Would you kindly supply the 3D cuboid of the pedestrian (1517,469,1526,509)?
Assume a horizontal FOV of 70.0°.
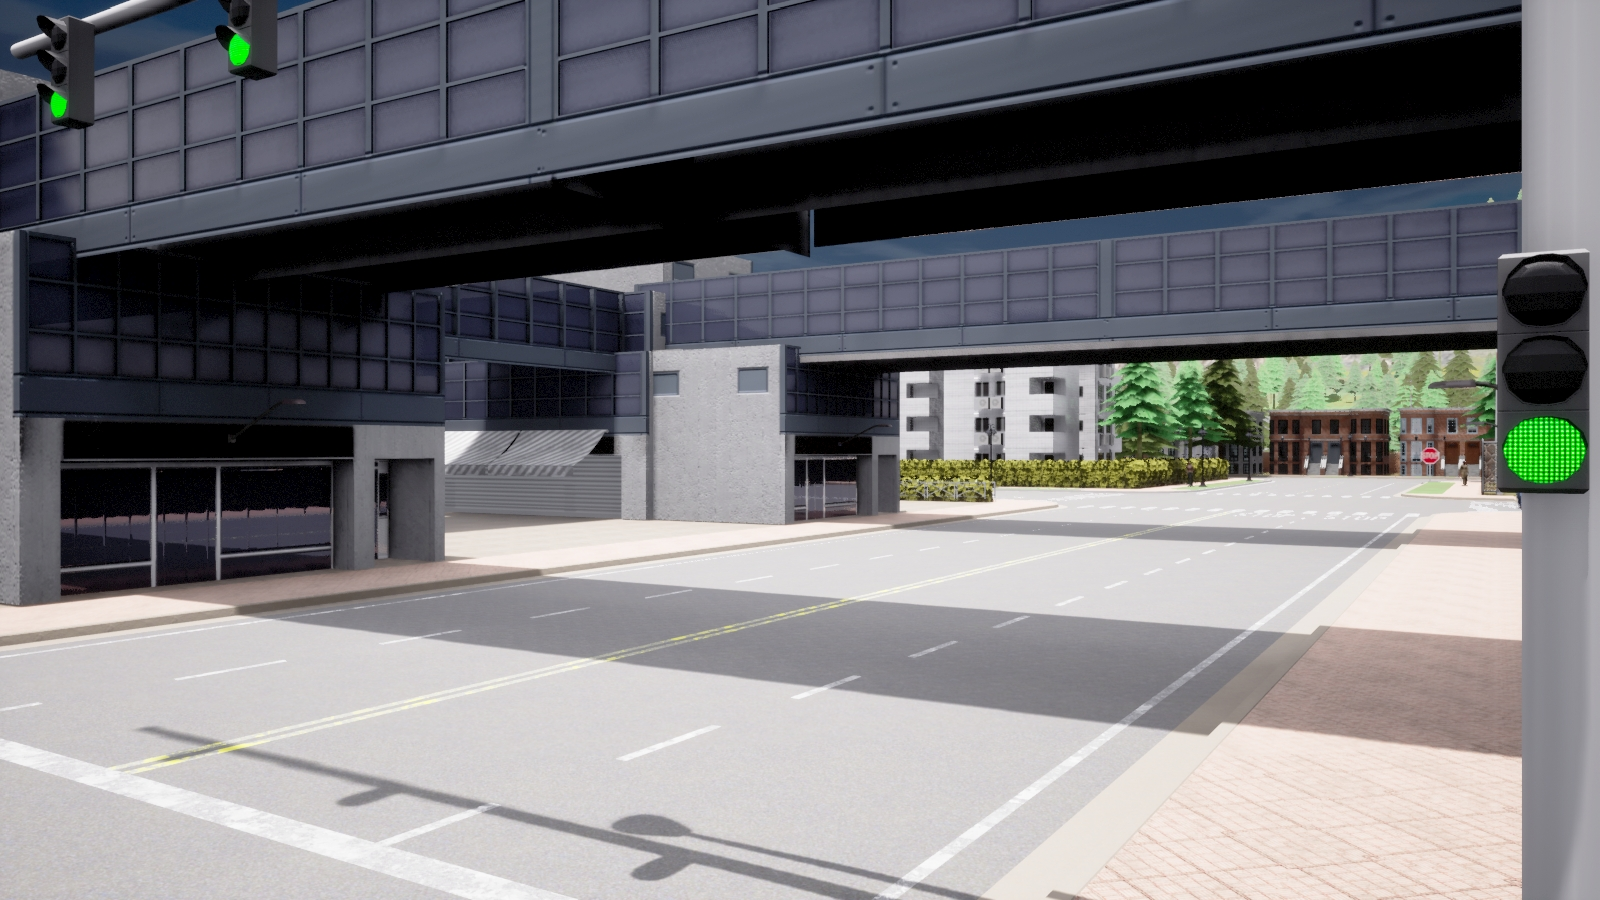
[{"bbox_3d":[33.910,1.849,53.708,0.375,1.860,0.375,0,0,31],"label":"pedestrian"}]
